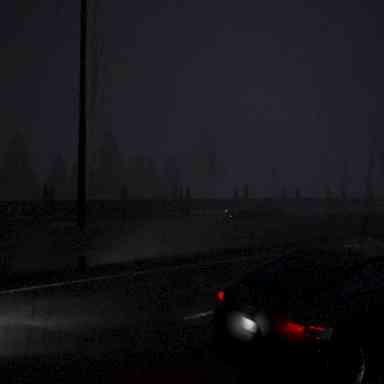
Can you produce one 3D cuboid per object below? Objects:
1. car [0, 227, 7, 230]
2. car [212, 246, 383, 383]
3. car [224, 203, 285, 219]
[{"bbox_3d":[-8.296,1.518,10.787,4.181,1.385,1.994,0,0,-35],"label":"car"},{"bbox_3d":[2.368,1.552,5.050,4.181,1.385,1.994,0,0,-32],"label":"car"},{"bbox_3d":[4.954,1.568,26.444,4.718,1.301,1.895,0,0,-24],"label":"car"}]
